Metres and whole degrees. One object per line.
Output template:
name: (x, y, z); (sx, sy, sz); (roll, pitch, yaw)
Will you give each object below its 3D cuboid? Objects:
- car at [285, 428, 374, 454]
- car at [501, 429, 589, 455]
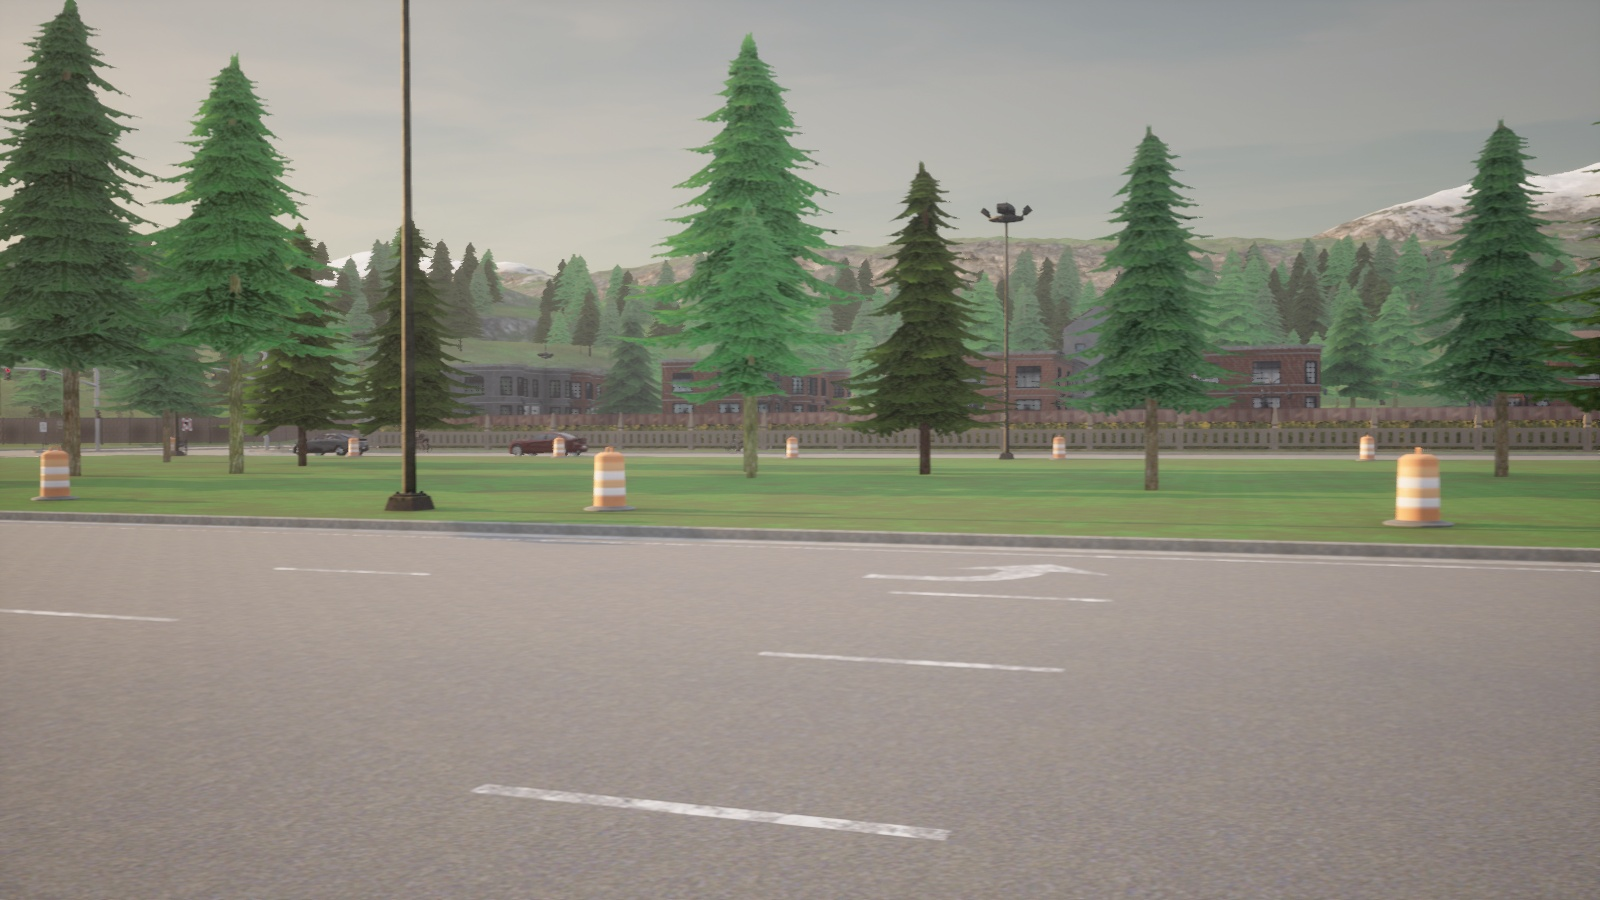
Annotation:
car: (-29.124, -0.573, 77.792); (4.902, 1.511, 2.128); (1, 1, 18)
car: (-15.602, -0.487, 76.973); (5.008, 1.535, 1.882); (1, 1, 18)
